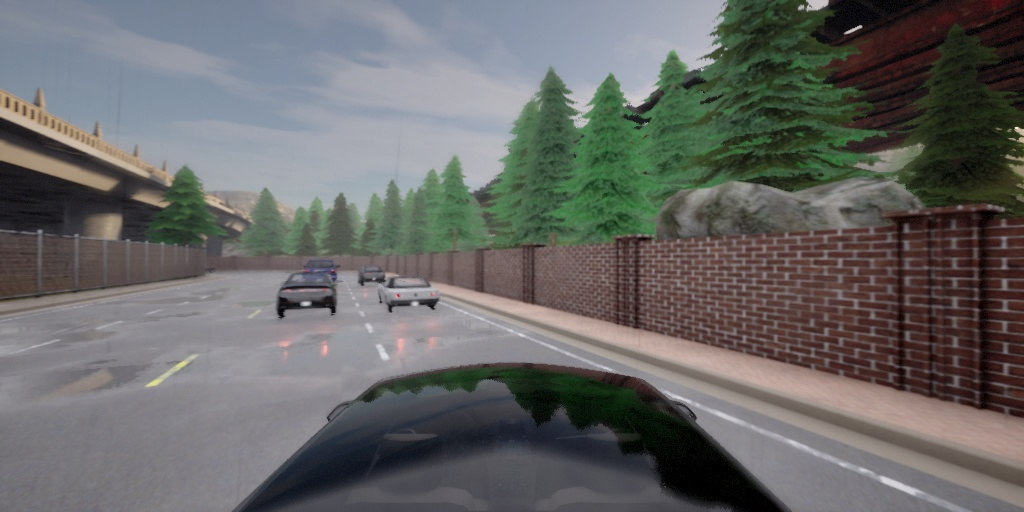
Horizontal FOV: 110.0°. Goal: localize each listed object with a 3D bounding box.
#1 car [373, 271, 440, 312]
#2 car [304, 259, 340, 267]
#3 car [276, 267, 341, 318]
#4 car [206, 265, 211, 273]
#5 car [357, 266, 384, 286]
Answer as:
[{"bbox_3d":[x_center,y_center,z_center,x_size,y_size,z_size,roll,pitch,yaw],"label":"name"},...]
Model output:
[{"bbox_3d":[-4.536,1.495,15.217,1.895,1.301,4.718,0,-1,-26],"label":"car"},{"bbox_3d":[-14.043,1.232,26.467,2.150,2.045,5.566,0,0,-26],"label":"car"},{"bbox_3d":[-7.780,1.369,13.887,2.128,1.511,4.902,0,-1,-26],"label":"car"},{"bbox_3d":[-42.848,1.677,46.635,5.008,1.535,1.882,0,-1,-5],"label":"car"},{"bbox_3d":[-11.322,1.529,28.874,2.128,1.511,4.902,0,-1,-26],"label":"car"}]
